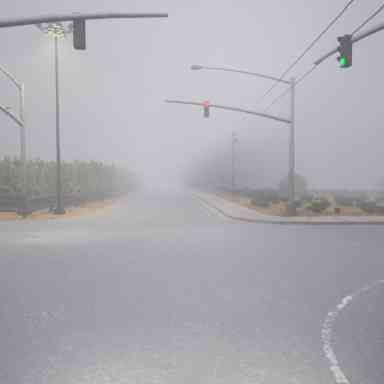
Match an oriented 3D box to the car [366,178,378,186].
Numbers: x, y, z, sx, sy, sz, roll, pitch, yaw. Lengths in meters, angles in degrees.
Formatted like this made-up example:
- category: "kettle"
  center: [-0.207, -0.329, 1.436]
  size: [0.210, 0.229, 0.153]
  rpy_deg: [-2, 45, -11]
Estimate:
- category: "car"
  center: [42.118, -2.288, 77.598]
  size: [1.905, 1.878, 3.866]
  rpy_deg: [10, 10, 41]
